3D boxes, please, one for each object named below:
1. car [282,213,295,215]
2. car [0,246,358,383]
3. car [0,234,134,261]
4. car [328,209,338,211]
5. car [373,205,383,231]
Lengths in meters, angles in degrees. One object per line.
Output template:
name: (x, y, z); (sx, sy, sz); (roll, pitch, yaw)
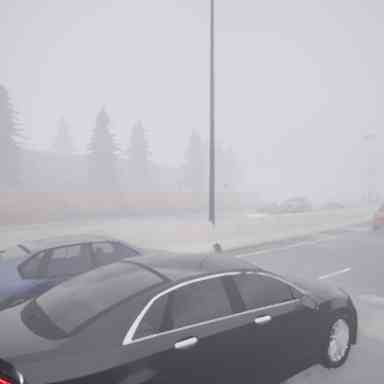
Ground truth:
car: (11.548, 1.468, 36.307); (2.150, 2.045, 5.566); (0, 0, 34)
car: (0.175, 1.532, 4.116); (4.892, 1.490, 1.837); (0, 0, -37)
car: (-2.118, 1.587, 6.682); (5.357, 1.411, 2.033); (0, 0, -37)
car: (14.807, 1.791, 34.858); (2.033, 1.411, 5.357); (0, 0, 34)
car: (13.046, 1.506, 20.964); (2.097, 1.767, 4.553); (0, -1, 41)
